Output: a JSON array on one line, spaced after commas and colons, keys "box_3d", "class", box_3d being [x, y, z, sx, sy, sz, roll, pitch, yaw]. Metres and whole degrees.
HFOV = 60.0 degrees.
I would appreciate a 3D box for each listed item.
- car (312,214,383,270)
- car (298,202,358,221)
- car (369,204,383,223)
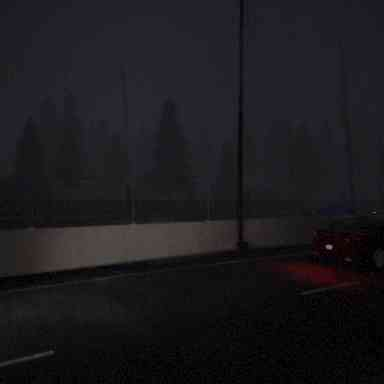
[{"box_3d": [6.399, 1.563, 11.396, 5.008, 1.535, 1.882, 1, 0, -28], "class": "car"}, {"box_3d": [12.020, 1.658, 29.423, 5.008, 1.535, 1.882, 1, 0, -20], "class": "car"}, {"box_3d": [17.329, 1.753, 27.626, 4.674, 1.442, 1.812, 1, 0, -18], "class": "car"}]
